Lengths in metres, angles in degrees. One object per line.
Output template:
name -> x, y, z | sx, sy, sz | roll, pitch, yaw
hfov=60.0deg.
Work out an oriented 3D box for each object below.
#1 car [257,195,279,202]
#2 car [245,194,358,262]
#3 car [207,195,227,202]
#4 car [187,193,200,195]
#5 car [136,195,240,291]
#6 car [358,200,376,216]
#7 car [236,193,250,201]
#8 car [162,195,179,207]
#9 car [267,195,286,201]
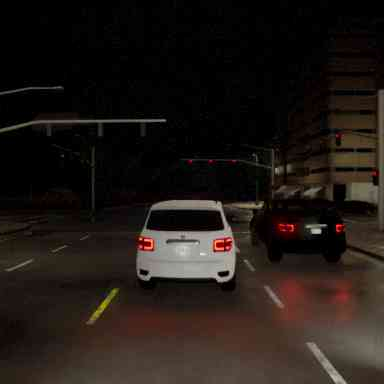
car -> 18.268, 1.539, 80.287 | 5.357, 1.411, 2.033 | 0, 0, -33
car -> 3.588, 1.221, 12.245 | 2.150, 2.045, 5.566 | 0, 0, 0
car -> 5.910, 1.539, 78.427 | 2.033, 1.411, 5.357 | 0, 0, 38
car -> 0.104, 1.222, 69.074 | 2.150, 2.045, 5.566 | 0, 0, 23
car -> 0.024, 1.221, 9.222 | 2.150, 2.045, 5.566 | 0, 0, 4
car -> 15.700, 1.560, 33.229 | 4.892, 1.490, 1.837 | 0, 0, 0
car -> 13.140, 1.224, 80.799 | 5.566, 2.045, 2.150 | 0, 0, -41
car -> -3.297, 1.351, 51.962 | 2.097, 1.767, 4.553 | 0, 0, 3
car -> 21.912, 1.523, 86.309 | 4.674, 1.442, 1.812 | 0, 0, -22
